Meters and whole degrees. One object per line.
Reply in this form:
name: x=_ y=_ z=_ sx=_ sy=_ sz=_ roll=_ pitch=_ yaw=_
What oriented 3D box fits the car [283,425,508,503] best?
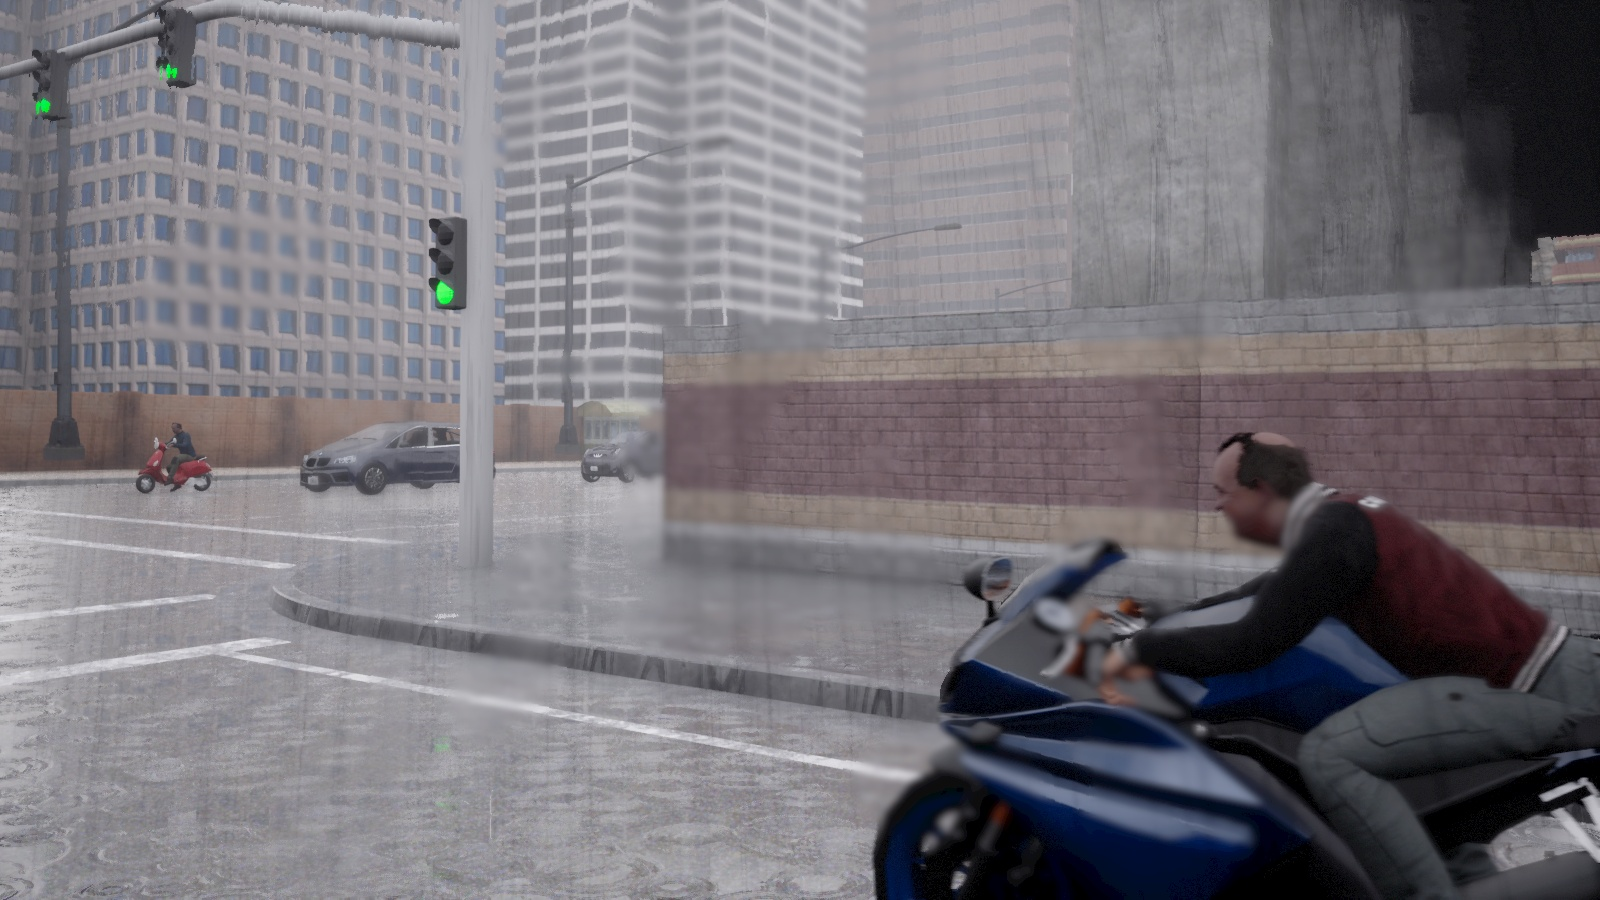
car: x=-9.350 y=0.259 z=29.396 sx=2.242 sy=1.667 sz=4.611 roll=0 pitch=1 yaw=34

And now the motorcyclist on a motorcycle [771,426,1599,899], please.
motorcyclist on a motorcycle: x=1.087 y=0.717 z=2.902 sx=2.191 sy=1.530 sz=0.866 roll=0 pitch=1 yaw=34

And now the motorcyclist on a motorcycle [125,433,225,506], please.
motorcyclist on a motorcycle: x=-14.162 y=0.424 z=28.516 sx=0.866 sy=1.590 sz=1.817 roll=0 pitch=1 yaw=34

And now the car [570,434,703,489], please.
car: x=-4.681 y=0.292 z=36.289 sx=1.845 sy=1.501 sz=3.633 roll=0 pitch=1 yaw=34
